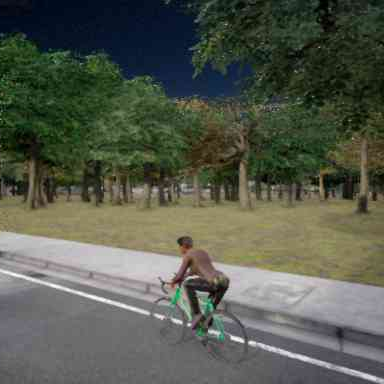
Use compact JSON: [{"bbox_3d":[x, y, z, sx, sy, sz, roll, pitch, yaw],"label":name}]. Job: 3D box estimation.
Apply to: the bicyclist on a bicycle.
[{"bbox_3d":[0.029,1.447,4.640,1.656,1.620,0.582,0,0,36],"label":"bicyclist on a bicycle"}]
